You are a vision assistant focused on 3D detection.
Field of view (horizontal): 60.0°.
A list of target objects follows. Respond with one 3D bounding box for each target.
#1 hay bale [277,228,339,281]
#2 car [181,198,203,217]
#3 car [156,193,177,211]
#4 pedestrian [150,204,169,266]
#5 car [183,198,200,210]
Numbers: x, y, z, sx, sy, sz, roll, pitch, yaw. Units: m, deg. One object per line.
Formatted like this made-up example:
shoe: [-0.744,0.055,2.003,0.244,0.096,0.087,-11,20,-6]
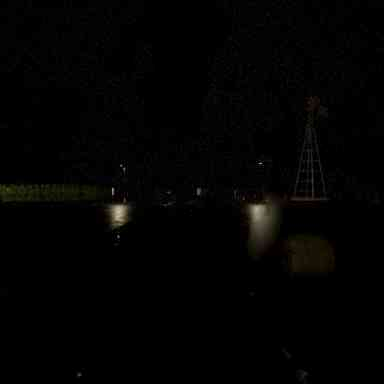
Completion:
hay bale: [3.097,1.651,9.051,1.220,1.180,1.240,1,1,0]
car: [-0.037,1.452,31.107,1.882,1.535,5.008,0,0,0]
car: [-3.004,1.184,39.897,2.150,2.045,5.566,0,0,0]
pedestrian: [-0.987,1.288,10.125,0.375,1.860,0.375,-1,1,0]
car: [-0.089,1.504,43.768,2.033,1.411,5.357,0,0,0]
